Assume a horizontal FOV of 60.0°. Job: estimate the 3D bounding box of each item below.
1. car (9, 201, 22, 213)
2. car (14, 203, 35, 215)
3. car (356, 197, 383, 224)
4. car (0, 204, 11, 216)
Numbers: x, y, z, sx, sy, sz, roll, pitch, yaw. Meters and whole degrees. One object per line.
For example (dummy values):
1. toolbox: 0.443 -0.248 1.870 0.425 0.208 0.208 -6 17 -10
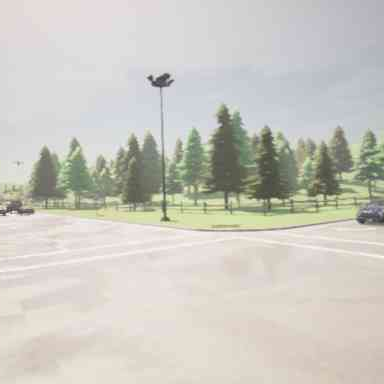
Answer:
1. car: -31.600 2.718 59.486 2.150 2.045 5.566 -2 -1 -36
2. car: -25.776 2.847 51.641 1.895 1.301 4.718 -2 -1 -36
3. car: 12.624 1.106 21.672 4.553 1.767 2.097 -2 -1 -37
4. car: -29.389 2.957 50.649 1.895 1.301 4.718 -2 -1 -36
